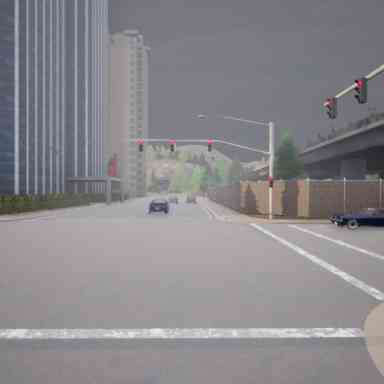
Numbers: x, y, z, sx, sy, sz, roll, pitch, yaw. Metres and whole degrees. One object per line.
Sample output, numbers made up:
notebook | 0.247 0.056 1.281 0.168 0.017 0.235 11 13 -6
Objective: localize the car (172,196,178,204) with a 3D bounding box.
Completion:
car | -3.639 1.548 63.558 2.033 1.411 5.357 0 0 0

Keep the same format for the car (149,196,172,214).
car | -3.464 1.477 35.700 1.882 1.535 5.008 0 0 0

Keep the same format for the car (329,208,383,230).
car | 11.344 1.656 21.092 4.718 1.301 1.895 0 0 1

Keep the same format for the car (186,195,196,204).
car | -0.140 1.547 63.517 2.033 1.411 5.357 0 0 0

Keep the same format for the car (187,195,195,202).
car | -0.163 1.385 73.919 1.812 1.442 4.674 0 0 0
